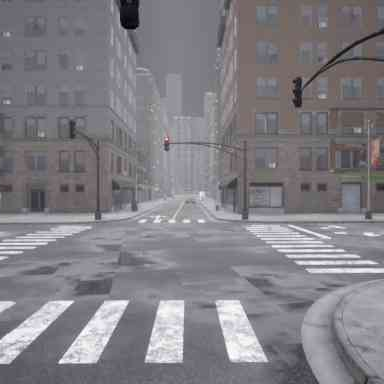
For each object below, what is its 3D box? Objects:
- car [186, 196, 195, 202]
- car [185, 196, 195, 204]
[{"bbox_3d":[-0.383,1.484,73.761,1.895,1.301,4.718,0,0,0],"label":"car"},{"bbox_3d":[-0.313,1.649,63.756,1.895,1.301,4.718,0,0,0],"label":"car"}]
